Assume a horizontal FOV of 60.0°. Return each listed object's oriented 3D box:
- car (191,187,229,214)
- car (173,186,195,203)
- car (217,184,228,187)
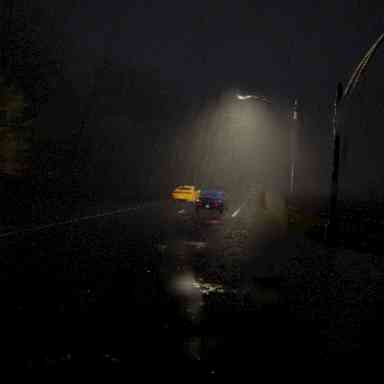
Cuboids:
[{"bbox_3d":[1.499,0.635,23.318,1.812,1.442,4.674,3,2,12],"label":"car"},{"bbox_3d":[-0.377,0.199,31.102,1.882,1.535,5.008,3,2,12],"label":"car"},{"bbox_3d":[5.343,-0.586,57.300,1.837,1.490,4.892,3,3,12],"label":"car"}]
